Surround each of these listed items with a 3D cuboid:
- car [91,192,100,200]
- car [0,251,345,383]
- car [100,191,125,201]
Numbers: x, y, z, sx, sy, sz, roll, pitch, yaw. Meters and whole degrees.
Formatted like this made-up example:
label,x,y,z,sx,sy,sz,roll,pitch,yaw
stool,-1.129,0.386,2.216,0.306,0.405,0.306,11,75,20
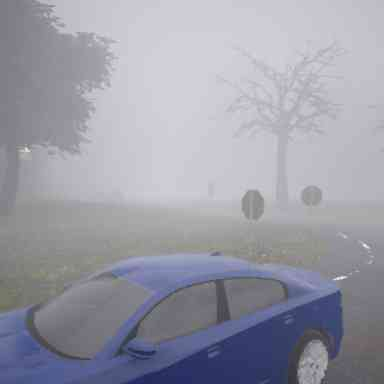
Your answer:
label,x,y,z,sx,sy,sz,roll,pitch,yaw
car,-16.989,0.732,60.977,2.128,1.511,4.902,2,-1,-36
car,-0.372,1.488,3.602,5.008,1.535,1.882,0,0,-35
car,-13.015,0.619,55.563,2.097,1.767,4.553,2,-1,-35
